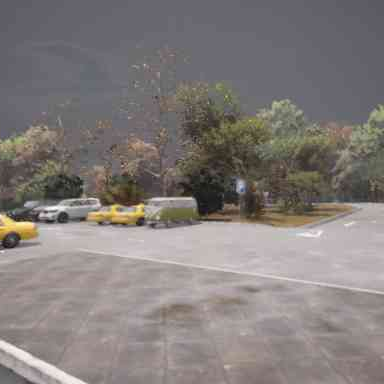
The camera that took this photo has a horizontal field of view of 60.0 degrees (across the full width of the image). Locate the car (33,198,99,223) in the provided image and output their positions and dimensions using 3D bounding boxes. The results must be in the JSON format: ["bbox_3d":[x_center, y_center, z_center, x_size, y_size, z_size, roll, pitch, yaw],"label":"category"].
[{"bbox_3d":[-10.601,1.631,29.707,2.435,2.045,5.566,-2,-1,35],"label":"car"}]

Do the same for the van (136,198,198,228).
[{"bbox_3d":[-1.489,1.393,23.242,1.878,1.987,4.442,-1,-1,35],"label":"van"}]

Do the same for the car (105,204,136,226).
[{"bbox_3d":[-3.604,1.671,25.086,1.946,1.575,5.366,-1,-1,35],"label":"car"}]

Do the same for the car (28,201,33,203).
[{"bbox_3d":[-15.092,1.806,32.811,2.435,2.045,5.566,-2,-1,35],"label":"car"}]

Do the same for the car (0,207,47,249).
[{"bbox_3d":[-9.076,1.630,13.494,1.946,1.575,5.366,-1,-1,35],"label":"car"}]

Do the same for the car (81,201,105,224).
[{"bbox_3d":[-5.785,1.731,26.609,1.946,1.575,5.366,-2,-1,35],"label":"car"}]

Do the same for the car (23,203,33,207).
[{"bbox_3d":[-12.878,1.971,31.308,2.231,1.521,4.892,-2,-1,35],"label":"car"}]
